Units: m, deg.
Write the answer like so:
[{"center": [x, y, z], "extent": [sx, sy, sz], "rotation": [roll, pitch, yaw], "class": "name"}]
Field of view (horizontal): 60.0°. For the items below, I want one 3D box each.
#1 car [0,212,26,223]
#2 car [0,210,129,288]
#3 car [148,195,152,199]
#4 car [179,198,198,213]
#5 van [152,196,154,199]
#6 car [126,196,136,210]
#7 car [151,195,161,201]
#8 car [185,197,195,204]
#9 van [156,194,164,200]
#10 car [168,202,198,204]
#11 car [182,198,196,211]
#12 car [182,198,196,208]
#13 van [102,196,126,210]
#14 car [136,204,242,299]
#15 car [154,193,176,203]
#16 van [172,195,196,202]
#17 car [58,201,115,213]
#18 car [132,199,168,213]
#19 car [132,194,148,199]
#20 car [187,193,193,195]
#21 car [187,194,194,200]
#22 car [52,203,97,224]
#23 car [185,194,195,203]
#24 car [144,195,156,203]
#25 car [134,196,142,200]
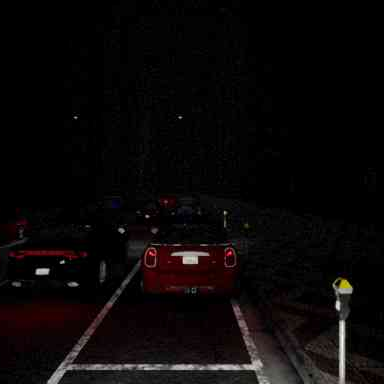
[{"center": [-8.910, 1.547, 14.449], "extent": [1.887, 1.381, 4.507], "rotation": [0, 0, 0], "class": "car"}, {"center": [-3.048, 1.478, 9.269], "extent": [1.882, 1.535, 5.008], "rotation": [0, 0, 0], "class": "car"}, {"center": [-8.910, 1.570, 59.543], "extent": [1.887, 1.381, 4.507], "rotation": [0, 0, 0], "class": "car"}, {"center": [-0.386, 1.453, 37.008], "extent": [1.967, 1.590, 4.097], "rotation": [0, 0, 0], "class": "car"}, {"center": [-8.911, 1.369, 65.180], "extent": [1.690, 1.788, 3.998], "rotation": [0, 0, 0], "class": "van"}, {"center": [-8.910, 1.582, 42.633], "extent": [1.947, 1.339, 4.313], "rotation": [0, 0, 0], "class": "car"}, {"center": [-8.911, 1.478, 82.090], "extent": [1.967, 1.590, 4.097], "rotation": [0, 0, 0], "class": "car"}, {"center": [-0.385, 1.594, 65.189], "extent": [1.947, 1.339, 4.313], "rotation": [0, 0, 0], "class": "car"}, {"center": [-8.911, 1.385, 93.363], "extent": [1.690, 1.788, 3.998], "rotation": [0, 0, 0], "class": "van"}, {"center": [-0.385, 1.530, 20.269], "extent": [1.752, 1.417, 4.829], "rotation": [0, 0, 0], "class": "car"}, {"center": [-0.385, 1.541, 42.814], "extent": [1.752, 1.417, 4.829], "rotation": [0, 0, 0], "class": "car"}, {"center": [-0.385, 1.570, 48.280], "extent": [2.008, 1.369, 4.403], "rotation": [0, 0, 0], "class": "car"}, {"center": [-8.911, 1.354, 36.996], "extent": [1.690, 1.788, 3.998], "rotation": [0, 0, 0], "class": "van"}, {"center": [-0.032, 1.354, 8.620], "extent": [2.097, 1.767, 4.553], "rotation": [0, 0, 0], "class": "car"}, {"center": [-3.045, 1.237, 41.423], "extent": [2.150, 2.045, 5.566], "rotation": [0, 0, 0], "class": "car"}, {"center": [-0.386, 1.348, 25.735], "extent": [1.690, 1.788, 3.998], "rotation": [0, 0, 0], "class": "van"}, {"center": [-6.245, 1.509, 19.843], "extent": [1.837, 1.490, 4.892], "rotation": [0, 0, 0], "class": "car"}, {"center": [-3.145, 1.533, 25.610], "extent": [1.812, 1.442, 4.674], "rotation": [0, 0, 0], "class": "car"}, {"center": [-8.911, 1.337, 53.906], "extent": [2.192, 1.841, 5.009], "rotation": [0, 0, 0], "class": "car"}, {"center": [-0.386, 1.465, 59.552], "extent": [1.967, 1.590, 4.097], "rotation": [0, 0, 0], "class": "car"}, {"center": [-0.386, 1.484, 93.370], "extent": [1.967, 1.590, 4.097], "rotation": [0, 0, 0], "class": "car"}, {"center": [-8.910, 1.573, 25.722], "extent": [1.947, 1.339, 4.313], "rotation": [0, 0, 0], "class": "car"}, {"center": [-0.386, 1.346, 70.826], "extent": [2.192, 1.841, 5.009], "rotation": [0, 0, 0], "class": "car"}, {"center": [-8.911, 1.471, 70.817], "extent": [1.967, 1.590, 4.097], "rotation": [0, 0, 0], "class": "car"}, {"center": [-8.910, 1.585, 48.269], "extent": [1.947, 1.339, 4.313], "rotation": [0, 0, 0], "class": "car"}]
